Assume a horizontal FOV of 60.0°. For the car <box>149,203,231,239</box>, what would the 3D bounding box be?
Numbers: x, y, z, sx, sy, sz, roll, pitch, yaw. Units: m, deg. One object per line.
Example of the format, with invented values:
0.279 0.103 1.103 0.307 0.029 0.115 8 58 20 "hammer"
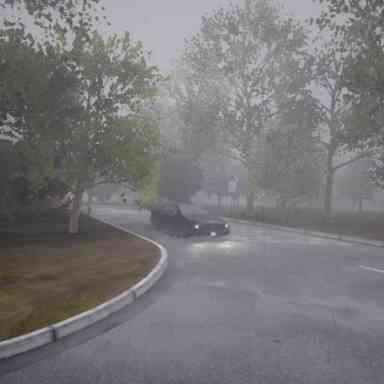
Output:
-0.349 1.227 15.494 2.033 1.411 5.357 1 0 -27 "car"
